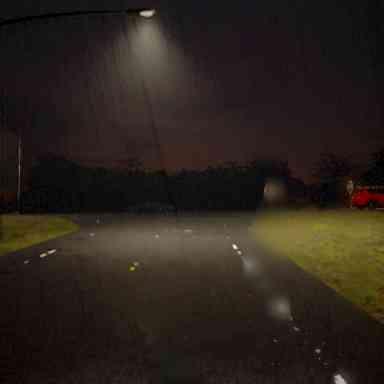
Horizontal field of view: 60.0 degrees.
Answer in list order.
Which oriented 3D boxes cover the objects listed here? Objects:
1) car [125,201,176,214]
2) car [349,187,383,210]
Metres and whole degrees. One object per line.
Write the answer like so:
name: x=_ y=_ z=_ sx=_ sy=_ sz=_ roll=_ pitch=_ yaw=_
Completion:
car: x=-4.432 y=1.689 z=35.961 sx=5.357 sy=1.411 sz=2.033 roll=0 pitch=-2 yaw=0
car: x=16.844 y=0.568 z=29.343 sx=5.566 sy=2.045 sz=2.150 roll=-1 pitch=-3 yaw=-1
